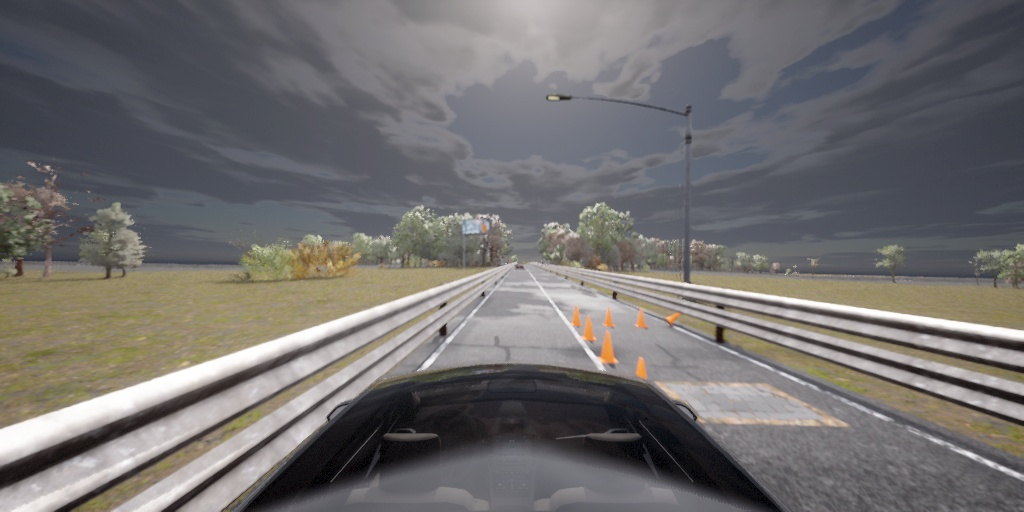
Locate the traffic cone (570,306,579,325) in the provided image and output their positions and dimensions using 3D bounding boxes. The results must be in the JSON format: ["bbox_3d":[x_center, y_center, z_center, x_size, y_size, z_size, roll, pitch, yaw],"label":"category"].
[{"bbox_3d":[2.008,1.851,11.209,0.340,0.580,0.340,0,0,1],"label":"traffic cone"}]

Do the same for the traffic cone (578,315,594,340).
[{"bbox_3d":[1.963,1.827,9.210,0.340,0.580,0.340,0,0,1],"label":"traffic cone"}]

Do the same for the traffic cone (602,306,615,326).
[{"bbox_3d":[3.008,1.869,11.187,0.340,0.580,0.340,0,0,1],"label":"traffic cone"}]

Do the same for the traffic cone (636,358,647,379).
[{"bbox_3d":[1.871,1.779,5.211,0.340,0.580,0.340,0,0,1],"label":"traffic cone"}]

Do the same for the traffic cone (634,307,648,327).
[{"bbox_3d":[4.007,1.886,11.163,0.340,0.580,0.340,0,0,1],"label":"traffic cone"}]

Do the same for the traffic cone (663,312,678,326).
[{"bbox_3d":[4.861,1.770,11.185,0.340,0.580,0.340,0,0,6],"label":"traffic cone"}]

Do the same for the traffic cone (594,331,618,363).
[{"bbox_3d":[1.917,1.803,7.211,0.340,0.580,0.340,0,0,1],"label":"traffic cone"}]
